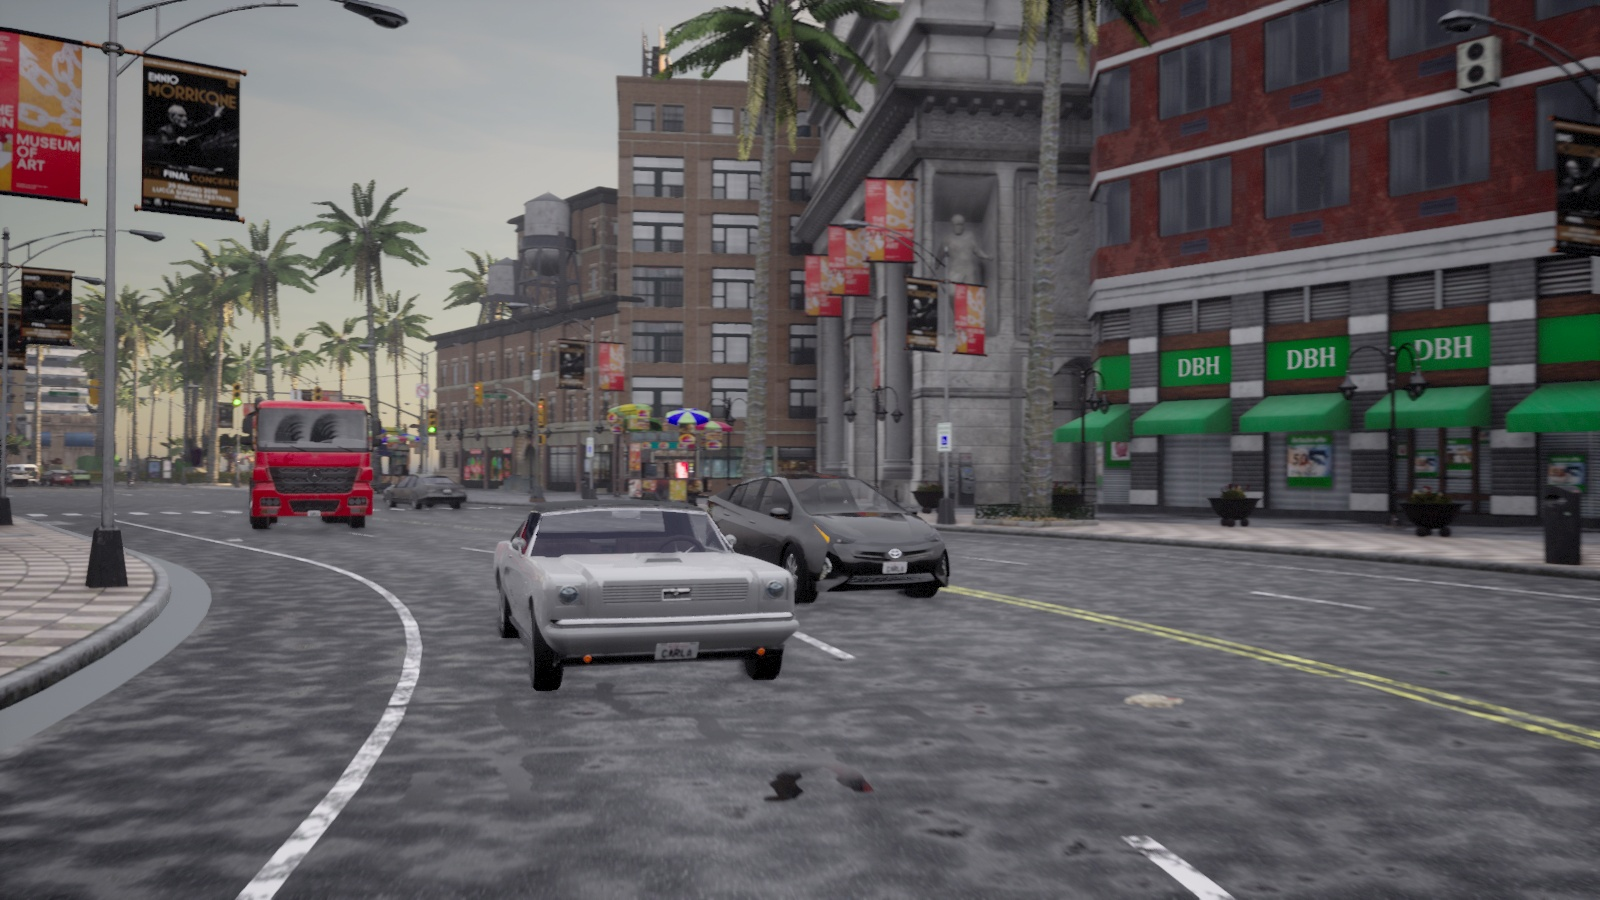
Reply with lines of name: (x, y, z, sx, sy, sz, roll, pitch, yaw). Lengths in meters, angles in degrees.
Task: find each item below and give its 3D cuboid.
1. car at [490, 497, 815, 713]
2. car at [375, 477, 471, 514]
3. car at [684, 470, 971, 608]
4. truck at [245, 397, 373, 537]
car: (-1.510, 1.103, 10.706, 1.895, 1.301, 4.718, 0, -1, -17)
car: (-15.501, 1.806, 51.426, 2.033, 1.411, 5.357, 0, -1, -37)
car: (0.171, 1.037, 16.474, 2.007, 1.525, 4.514, 0, -1, -24)
truck: (-13.946, 0.498, 35.272, 2.891, 3.462, 7.936, 0, -1, -25)
